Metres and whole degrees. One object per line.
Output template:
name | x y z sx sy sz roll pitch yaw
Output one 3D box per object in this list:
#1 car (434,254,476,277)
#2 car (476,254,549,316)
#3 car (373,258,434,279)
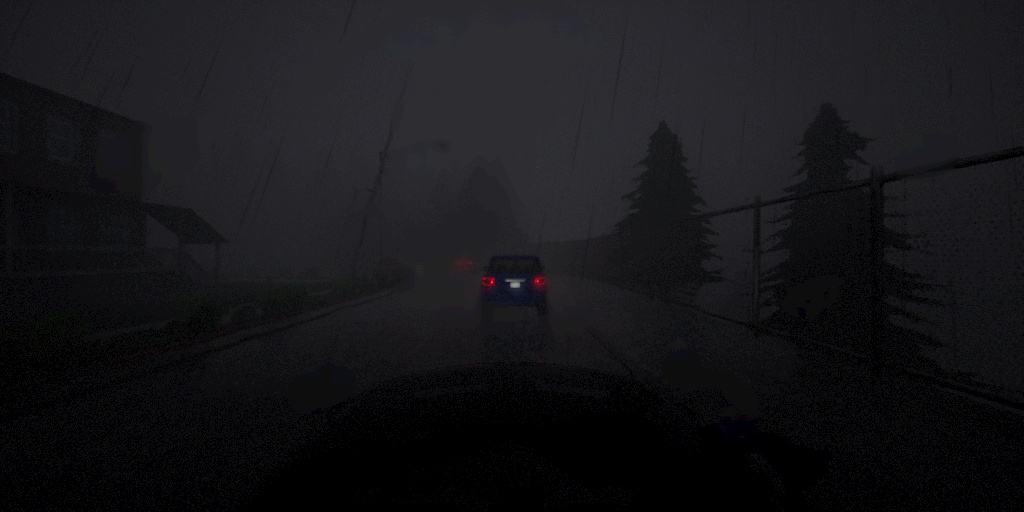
car | -5.456 0.887 34.291 5.566 2.045 2.150 0 -1 32
car | 0.097 0.941 13.312 2.150 2.045 5.566 0 0 0
car | -9.489 1.026 30.923 4.553 1.767 2.097 0 0 8
